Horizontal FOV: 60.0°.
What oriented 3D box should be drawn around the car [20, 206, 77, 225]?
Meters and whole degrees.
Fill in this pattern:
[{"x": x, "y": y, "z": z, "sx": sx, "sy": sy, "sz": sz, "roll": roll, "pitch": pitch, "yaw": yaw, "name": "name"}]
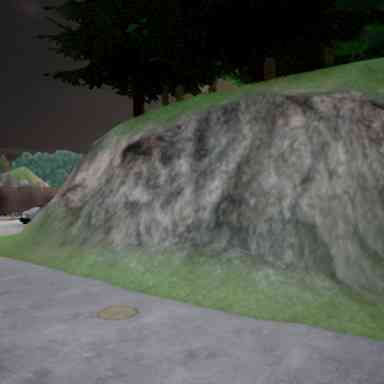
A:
[{"x": -11.317, "y": 1.776, "z": 26.413, "sx": 1.994, "sy": 1.385, "sz": 4.181, "roll": -1, "pitch": 0, "yaw": 35, "name": "car"}]
